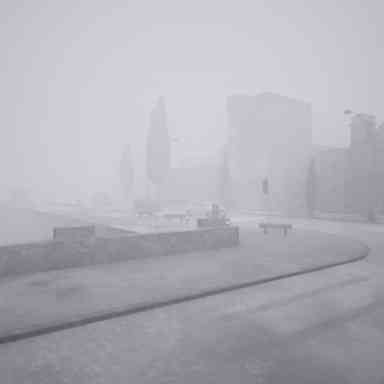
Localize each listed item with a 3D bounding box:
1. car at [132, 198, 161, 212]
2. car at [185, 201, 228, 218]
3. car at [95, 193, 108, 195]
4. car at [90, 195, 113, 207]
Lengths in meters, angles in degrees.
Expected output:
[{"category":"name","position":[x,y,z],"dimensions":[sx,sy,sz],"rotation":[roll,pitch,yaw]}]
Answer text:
[{"category":"car","position":[-5.336,1.505,38.595],"dimensions":[1.837,1.490,4.892],"rotation":[0,0,-35]},{"category":"car","position":[1.176,1.526,29.482],"dimensions":[1.812,1.442,4.674],"rotation":[0,0,-36]},{"category":"car","position":[-17.293,1.221,62.522],"dimensions":[2.150,2.045,5.566],"rotation":[0,0,-36]},{"category":"car","position":[-13.737,1.548,50.444],"dimensions":[2.033,1.411,5.357],"rotation":[0,0,-35]}]
